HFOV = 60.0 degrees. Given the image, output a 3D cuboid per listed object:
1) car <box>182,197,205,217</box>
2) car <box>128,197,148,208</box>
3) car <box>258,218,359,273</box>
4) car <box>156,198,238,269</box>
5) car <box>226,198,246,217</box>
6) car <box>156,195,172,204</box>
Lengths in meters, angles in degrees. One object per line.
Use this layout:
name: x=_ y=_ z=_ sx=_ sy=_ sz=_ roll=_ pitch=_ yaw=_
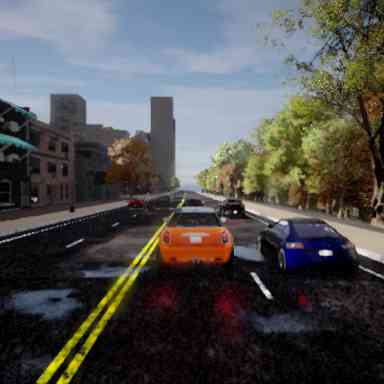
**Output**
car: x=0.097 y=1.233 z=29.589 sx=1.882 sy=1.535 sz=5.008 roll=0 pitch=0 yaw=0
car: x=-6.595 y=1.261 z=41.064 sx=1.895 sy=1.301 sz=4.718 roll=0 pitch=0 yaw=0
car: x=3.349 y=1.478 z=10.330 sx=1.994 sy=1.385 sz=4.181 roll=0 pitch=0 yaw=0
car: x=0.099 y=1.261 z=10.978 sx=2.097 sy=1.767 sz=4.553 roll=0 pitch=0 yaw=0
car: x=3.346 y=1.273 z=28.085 sx=1.837 sy=1.490 sz=4.892 roll=0 pitch=0 yaw=0
car: x=-3.342 y=1.135 z=41.489 sx=1.882 sy=1.535 sz=5.008 roll=0 pitch=0 yaw=0
